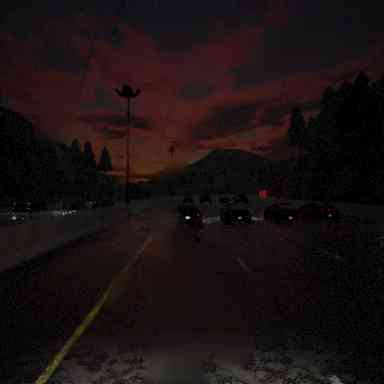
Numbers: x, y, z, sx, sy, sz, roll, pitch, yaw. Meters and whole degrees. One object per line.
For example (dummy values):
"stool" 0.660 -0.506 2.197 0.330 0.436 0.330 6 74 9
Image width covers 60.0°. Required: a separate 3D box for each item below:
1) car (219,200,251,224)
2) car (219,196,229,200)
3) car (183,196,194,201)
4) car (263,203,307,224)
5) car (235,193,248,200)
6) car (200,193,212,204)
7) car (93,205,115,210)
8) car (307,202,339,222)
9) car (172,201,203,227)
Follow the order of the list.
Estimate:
"car" 3.169 1.544 24.586 1.812 1.442 4.674 0 0 -1
"car" 6.320 1.519 65.700 1.882 1.535 5.008 0 0 3
"car" -0.671 1.522 65.924 1.837 1.490 4.892 0 0 3
"car" 6.662 1.556 24.911 1.812 1.442 4.674 0 0 -1
"car" 9.730 1.273 65.351 2.150 2.045 5.566 0 0 3
"car" 2.757 1.250 65.974 2.150 2.045 5.566 0 0 3
"car" -11.337 1.576 42.912 1.895 1.301 4.718 0 0 -1
"car" 10.127 1.534 26.966 2.128 1.511 4.902 0 0 -1
"car" -0.304 1.570 22.701 1.994 1.385 4.181 0 0 -1
